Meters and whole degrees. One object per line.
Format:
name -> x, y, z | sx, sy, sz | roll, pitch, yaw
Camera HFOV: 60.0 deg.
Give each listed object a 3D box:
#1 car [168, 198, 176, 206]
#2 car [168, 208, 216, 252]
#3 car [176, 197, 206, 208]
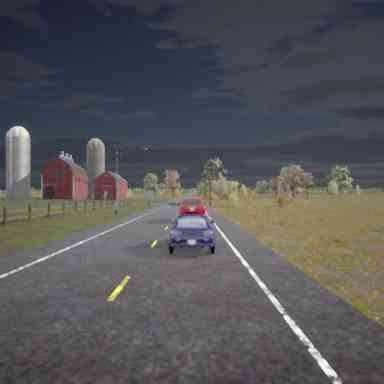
car -> -3.506, 1.923, 65.659 | 2.097, 1.767, 4.553 | 0, 0, 0
car -> 0.004, 1.660, 14.365 | 1.812, 1.442, 4.674 | 0, 0, 0
car -> 0.000, 1.482, 29.023 | 2.150, 2.045, 5.566 | 0, 0, 0
